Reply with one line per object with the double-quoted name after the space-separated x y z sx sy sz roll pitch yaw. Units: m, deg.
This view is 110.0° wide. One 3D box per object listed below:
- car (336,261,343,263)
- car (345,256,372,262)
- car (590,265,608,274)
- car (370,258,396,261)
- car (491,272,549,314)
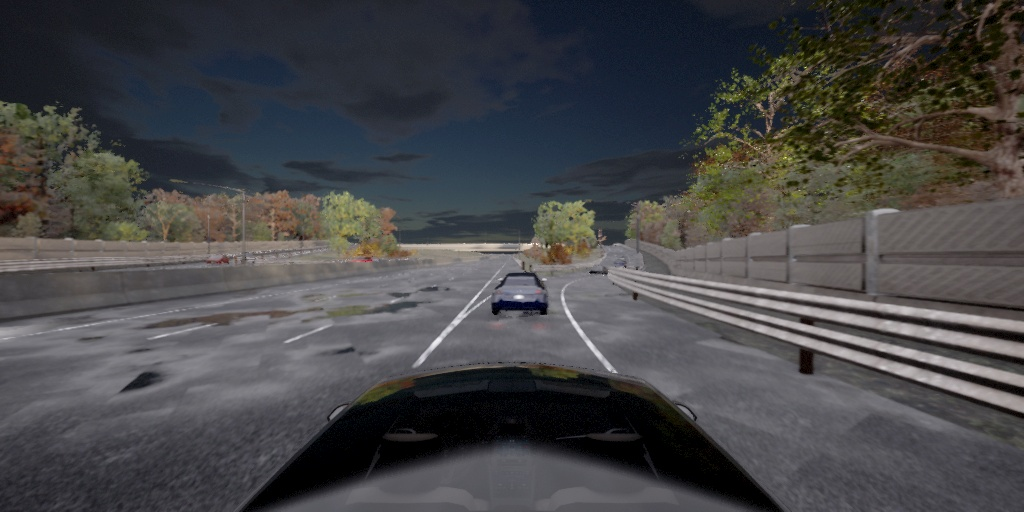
-28.026 1.382 57.962 1.895 1.301 4.718 0 0 1 "car"
-24.525 1.002 58.452 2.150 2.045 5.566 0 0 1 "car"
13.195 2.038 54.178 1.994 1.385 4.181 0 0 25 "car"
-21.032 1.345 58.575 1.994 1.385 4.181 0 0 1 "car"
0.400 1.320 13.809 1.994 1.385 4.181 0 0 5 "car"
